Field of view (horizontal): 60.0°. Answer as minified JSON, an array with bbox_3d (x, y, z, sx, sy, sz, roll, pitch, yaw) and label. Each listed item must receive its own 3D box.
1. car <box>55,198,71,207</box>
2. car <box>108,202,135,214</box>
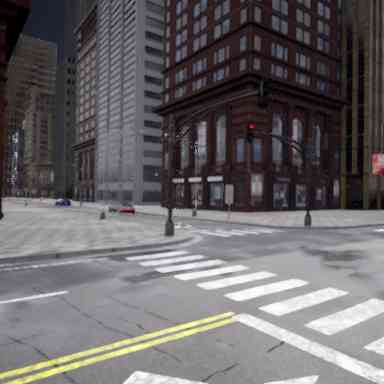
[{"bbox_3d":[-23.363,1.905,60.143,1.882,1.535,5.008,1,-1,-35],"label":"car"},{"bbox_3d":[-8.351,1.874,39.231,1.994,1.385,4.181,1,-1,-35],"label":"car"}]
